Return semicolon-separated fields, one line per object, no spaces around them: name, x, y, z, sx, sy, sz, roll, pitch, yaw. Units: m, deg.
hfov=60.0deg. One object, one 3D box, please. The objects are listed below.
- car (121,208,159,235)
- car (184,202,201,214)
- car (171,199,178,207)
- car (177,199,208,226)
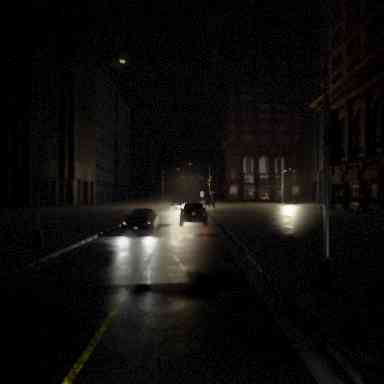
car;-3.095;1.732;20.639;1.812;1.442;4.674;0;-1;0
car;0.100;1.962;41.108;1.994;1.385;4.181;0;0;0
car;-2.986;2.109;64.077;1.812;1.442;4.674;0;0;0
car;0.098;1.611;26.080;2.097;1.767;4.553;0;-1;-1
